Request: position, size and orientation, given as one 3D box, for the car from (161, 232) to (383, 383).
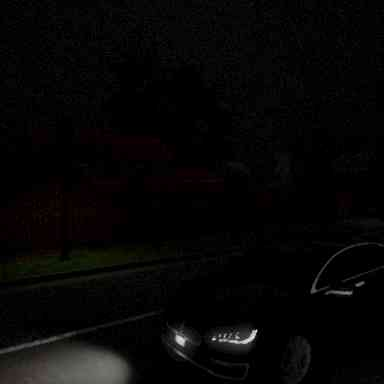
[{"bbox_3d":[1.837,1.472,5.291,4.892,1.490,1.837,0,0,-36],"label":"car"}]
